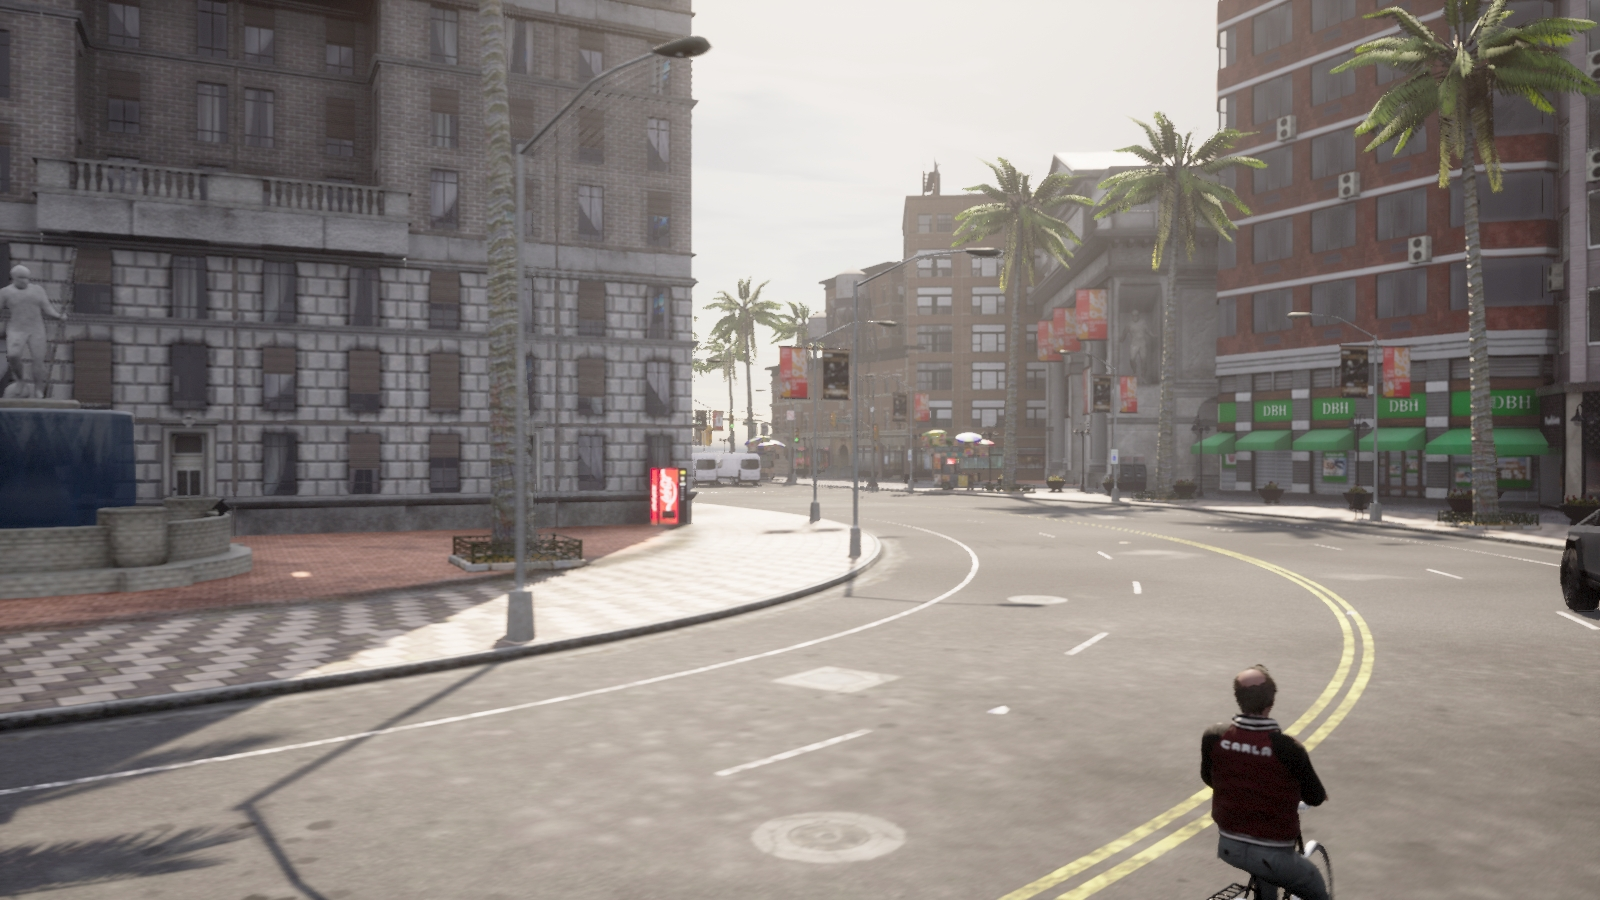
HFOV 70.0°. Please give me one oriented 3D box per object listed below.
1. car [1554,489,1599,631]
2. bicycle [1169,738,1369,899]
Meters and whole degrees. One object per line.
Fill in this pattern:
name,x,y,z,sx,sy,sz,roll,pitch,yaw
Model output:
car,13.629,1.755,17.533,2.390,2.098,6.274,0,0,24
bicycle,2.367,2.211,5.644,0.329,1.171,1.835,0,0,41
